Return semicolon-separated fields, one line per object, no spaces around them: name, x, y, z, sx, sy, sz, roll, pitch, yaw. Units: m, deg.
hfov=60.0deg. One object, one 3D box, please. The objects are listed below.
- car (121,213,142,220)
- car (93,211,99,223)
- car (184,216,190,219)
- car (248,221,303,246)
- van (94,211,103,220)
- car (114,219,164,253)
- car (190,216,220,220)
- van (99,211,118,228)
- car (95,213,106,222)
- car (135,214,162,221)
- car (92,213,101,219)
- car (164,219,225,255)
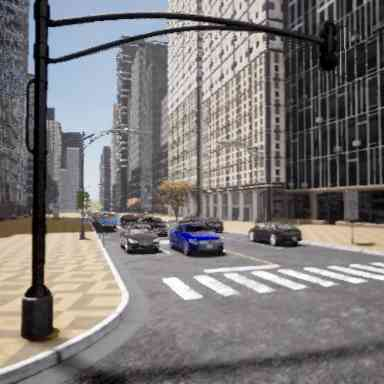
car;-7.947;3.595;42.265;1.882;1.535;5.008;1;-3;-18
car;-15.021;4.395;55.565;2.008;1.369;4.403;0;-3;-18
car;-0.124;3.351;36.764;1.947;1.339;4.313;-1;-3;-18
car;5.068;2.495;20.729;2.008;1.369;4.403;-1;-3;-18
van;-20.217;5.046;71.608;1.690;1.788;3.998;-1;-3;-18
car;-2.905;2.421;18.151;2.008;1.369;4.403;0;-3;-18
car;1.607;3.070;31.419;1.947;1.339;4.313;-1;-3;-18
van;-9.833;3.334;39.541;1.690;1.788;3.998;0;-3;-18
car;-16.700;4.647;60.750;1.752;1.417;4.829;-1;-3;-18
car;-3.304;2.863;27.832;1.837;1.490;4.892;1;-3;-18
car;-23.674;5.825;82.288;1.887;1.381;4.507;-1;-3;-18
car;0.093;2.334;17.334;1.812;1.442;4.674;1;-3;-18
